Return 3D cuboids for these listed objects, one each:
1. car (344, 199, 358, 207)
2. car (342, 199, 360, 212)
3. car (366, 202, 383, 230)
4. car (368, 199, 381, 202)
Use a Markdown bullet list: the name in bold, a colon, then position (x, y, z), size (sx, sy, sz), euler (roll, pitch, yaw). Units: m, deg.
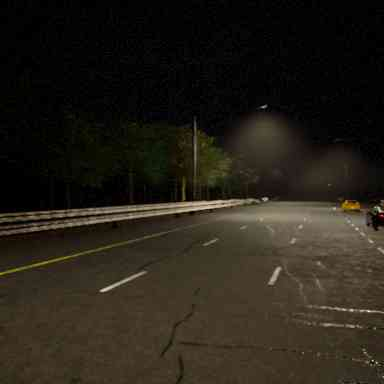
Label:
- **car**: position (30.079, 2.072, 62.919), size (1.837, 1.490, 4.892), euler (0, -1, 32)
- **car**: position (21.386, 1.866, 44.684), size (1.882, 1.535, 5.008), euler (0, -1, 21)
- **car**: position (12.823, 1.695, 22.084), size (2.128, 1.511, 4.902), euler (0, 0, 21)
- **car**: position (44.564, 2.311, 80.628), size (4.718, 1.301, 1.895), euler (1, 0, -41)
